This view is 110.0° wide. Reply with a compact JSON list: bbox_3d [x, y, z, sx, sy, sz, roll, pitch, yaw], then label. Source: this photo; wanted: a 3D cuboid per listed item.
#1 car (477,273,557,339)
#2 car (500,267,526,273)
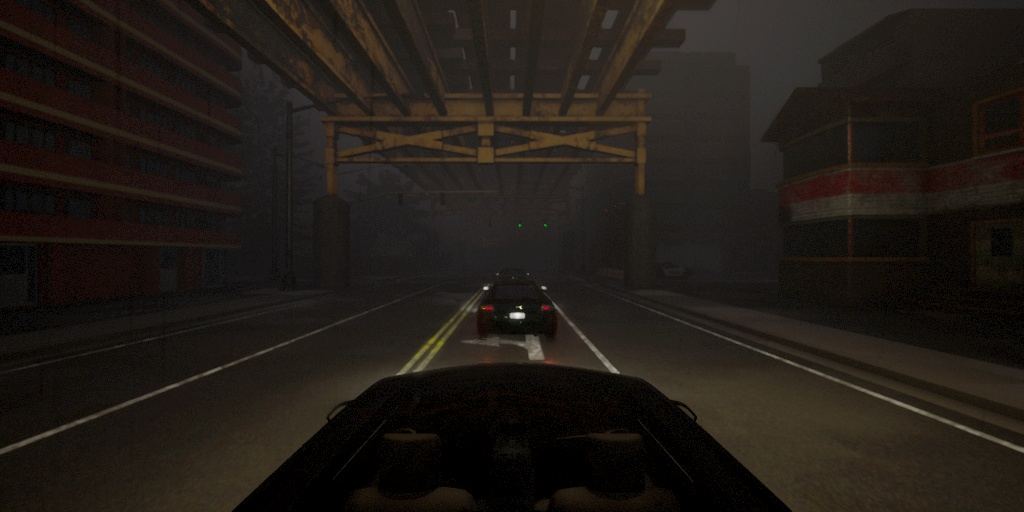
[{"bbox_3d":[0.093,1.345,10.241,1.994,1.385,4.181,0,0,-1],"label":"car"},{"bbox_3d":[0.058,1.361,21.515,2.033,1.411,5.357,0,0,0],"label":"car"}]
